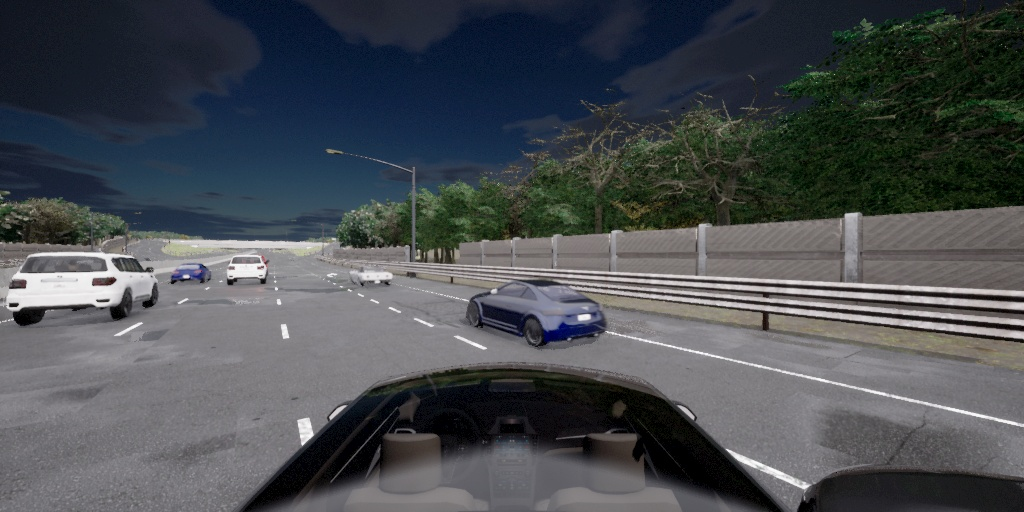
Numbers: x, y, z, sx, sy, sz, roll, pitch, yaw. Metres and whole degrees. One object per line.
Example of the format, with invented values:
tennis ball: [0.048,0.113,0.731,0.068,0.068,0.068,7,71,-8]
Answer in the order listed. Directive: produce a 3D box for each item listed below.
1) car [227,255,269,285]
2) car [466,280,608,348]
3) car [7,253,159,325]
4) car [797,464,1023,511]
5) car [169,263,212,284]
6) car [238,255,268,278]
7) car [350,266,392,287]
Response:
car: [-19.274,0.957,26.216,2.150,2.045,5.566,0,0,-34]
car: [0.453,1.313,9.484,1.994,1.385,4.181,0,0,-34]
car: [-14.016,0.959,12.132,2.150,2.045,5.566,0,-1,-34]
car: [2.985,1.315,0.468,4.181,1.385,1.994,0,0,34]
car: [-23.790,1.258,26.665,1.812,1.442,4.674,0,0,-34]
car: [-25.264,0.946,35.168,2.150,2.045,5.566,0,0,-34]
car: [-9.835,1.343,24.715,1.895,1.301,4.718,0,0,-34]
